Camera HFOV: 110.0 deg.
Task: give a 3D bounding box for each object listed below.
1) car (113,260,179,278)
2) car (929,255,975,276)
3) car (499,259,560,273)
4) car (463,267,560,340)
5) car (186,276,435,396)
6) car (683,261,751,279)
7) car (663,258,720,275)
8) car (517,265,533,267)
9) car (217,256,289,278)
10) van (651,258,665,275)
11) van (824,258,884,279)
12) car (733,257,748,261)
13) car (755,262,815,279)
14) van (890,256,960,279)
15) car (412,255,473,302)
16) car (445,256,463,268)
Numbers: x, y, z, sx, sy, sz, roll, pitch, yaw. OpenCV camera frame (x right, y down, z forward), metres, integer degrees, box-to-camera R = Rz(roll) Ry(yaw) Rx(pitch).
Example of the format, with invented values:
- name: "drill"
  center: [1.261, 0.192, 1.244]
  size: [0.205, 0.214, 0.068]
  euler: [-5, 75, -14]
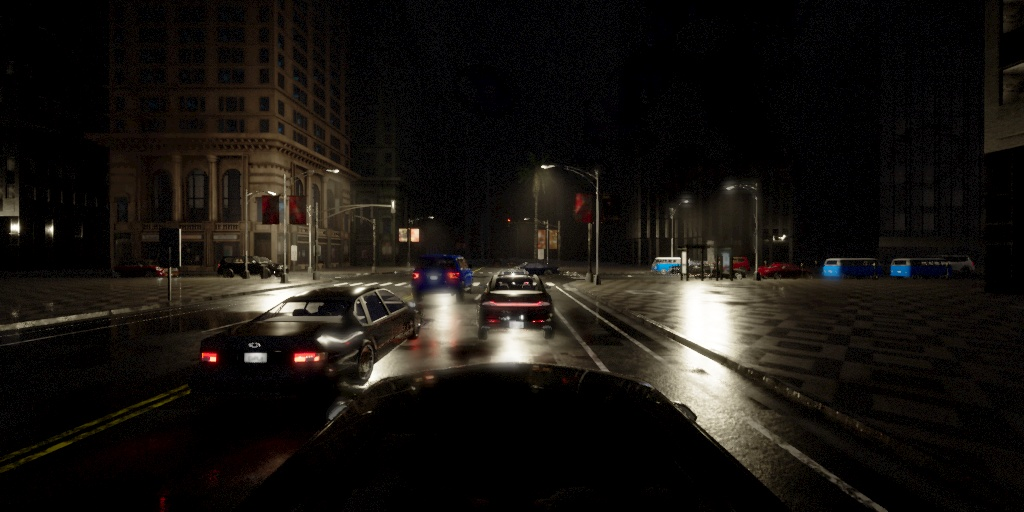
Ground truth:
- name: "car"
  center: [-33.174, 1.139, 32.586]
  size: [4.553, 1.767, 2.097]
  euler: [0, 0, 0]
- name: "car"
  center: [42.328, 0.944, 35.684]
  size: [5.566, 2.045, 2.150]
  euler: [0, 0, 1]
- name: "car"
  center: [1.871, 1.297, 34.167]
  size: [5.357, 1.411, 2.033]
  euler: [0, 0, -16]
- name: "car"
  center: [0.092, 1.240, 9.994]
  size: [2.128, 1.511, 4.902]
  euler: [0, 0, 0]
- name: "car"
  center: [-3.149, 1.297, 6.925]
  size: [2.033, 1.411, 5.357]
  euler: [0, 0, 0]
- name: "car"
  center: [17.061, 1.299, 29.850]
  size: [4.403, 1.370, 2.007]
  euler: [0, 0, 0]
- name: "car"
  center: [18.153, 1.222, 35.711]
  size: [4.902, 1.511, 2.128]
  euler: [0, 0, 0]
- name: "car"
  center: [0.078, 1.351, 19.110]
  size: [1.895, 1.301, 4.718]
  euler: [0, 0, 0]
- name: "car"
  center: [-23.454, 0.996, 32.536]
  size: [5.566, 2.045, 2.150]
  euler: [0, 0, 0]
- name: "van"
  center: [17.054, 1.065, 38.375]
  size: [3.998, 1.789, 1.690]
  euler: [0, 0, 0]
- name: "van"
  center: [28.416, 1.082, 29.858]
  size: [3.998, 1.789, 1.690]
  euler: [0, 0, 0]
- name: "car"
  center: [22.731, 1.035, 38.379]
  size: [5.009, 1.841, 2.192]
  euler: [0, 0, 0]
- name: "car"
  center: [22.739, 1.326, 29.854]
  size: [4.207, 1.307, 1.802]
  euler: [0, 0, 0]
- name: "van"
  center: [34.093, 1.079, 29.862]
  size: [3.998, 1.789, 1.690]
  euler: [0, 0, 0]
- name: "car"
  center: [-3.156, 0.972, 17.166]
  size: [2.150, 2.045, 5.566]
  euler: [0, 0, 0]
- name: "car"
  center: [-9.854, 0.972, 61.268]
  size: [2.150, 2.045, 5.566]
  euler: [0, 0, -1]
